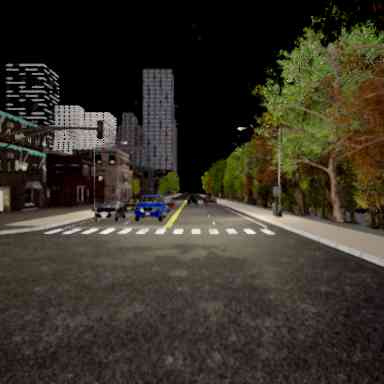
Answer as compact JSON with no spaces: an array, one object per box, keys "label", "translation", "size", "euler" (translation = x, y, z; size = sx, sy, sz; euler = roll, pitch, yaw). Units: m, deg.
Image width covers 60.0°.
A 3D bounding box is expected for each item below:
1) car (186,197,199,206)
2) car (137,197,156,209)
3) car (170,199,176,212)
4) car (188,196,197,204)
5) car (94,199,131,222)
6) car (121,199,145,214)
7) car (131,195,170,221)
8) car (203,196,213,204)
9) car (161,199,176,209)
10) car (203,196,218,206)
[{"label":"car","translation":[0.105,1.624,58.648],"size":[1.837,1.490,4.892],"euler":[0,0,0]},{"label":"car","translation":[-6.582,1.592,49.108],"size":[2.128,1.511,4.902],"euler":[0,0,0]},{"label":"car","translation":[-3.344,1.569,37.832],"size":[2.128,1.511,4.902],"euler":[0,0,0]},{"label":"car","translation":[0.016,1.663,68.985],"size":[1.812,1.442,4.674],"euler":[0,0,0]},{"label":"car","translation":[-6.599,1.548,27.360],"size":[2.128,1.511,4.902],"euler":[0,0,0]},{"label":"car","translation":[-6.597,1.582,37.585],"size":[1.837,1.490,4.892],"euler":[0,0,0]},{"label":"car","translation":[-3.349,1.280,27.811],"size":[2.150,2.045,5.566],"euler":[0,0,0]},{"label":"car","translation":[3.253,1.614,67.656],"size":[1.882,1.535,5.008],"euler":[0,0,0]},{"label":"car","translation":[-3.335,1.699,48.158],"size":[1.895,1.301,4.718],"euler":[0,0,0]},{"label":"car","translation":[3.355,1.608,57.387],"size":[2.128,1.511,4.902],"euler":[0,0,0]}]
